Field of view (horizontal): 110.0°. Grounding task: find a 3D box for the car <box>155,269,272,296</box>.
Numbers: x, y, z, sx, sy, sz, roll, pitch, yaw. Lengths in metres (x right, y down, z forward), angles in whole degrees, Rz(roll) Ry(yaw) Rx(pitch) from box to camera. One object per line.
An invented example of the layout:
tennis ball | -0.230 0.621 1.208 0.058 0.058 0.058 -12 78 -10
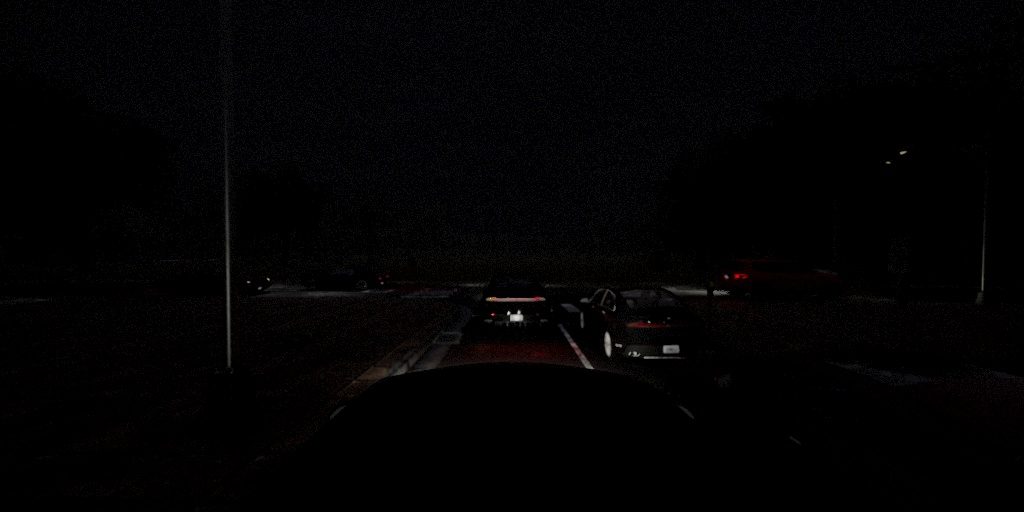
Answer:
car | -15.217 1.347 18.510 4.718 1.301 1.895 0 1 0

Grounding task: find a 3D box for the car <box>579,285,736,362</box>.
car | 2.658 1.316 8.121 2.007 1.370 4.403 0 0 0

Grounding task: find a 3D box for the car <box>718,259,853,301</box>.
car | 13.688 1.186 18.426 5.566 2.045 2.150 1 1 0

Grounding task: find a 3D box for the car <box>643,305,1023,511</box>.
car | 2.640 1.334 2.589 1.802 1.307 4.207 0 0 0

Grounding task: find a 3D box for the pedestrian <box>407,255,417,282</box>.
pedestrian | -6.804 0.817 24.336 0.375 1.860 0.375 0 1 0

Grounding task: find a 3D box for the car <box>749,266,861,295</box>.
car | 17.313 1.434 21.366 4.902 1.511 2.128 1 1 0

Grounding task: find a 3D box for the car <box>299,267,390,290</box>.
car | -9.956 1.315 21.446 4.718 1.301 1.895 0 1 0

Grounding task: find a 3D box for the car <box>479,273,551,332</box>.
car | 0.033 1.263 10.933 2.128 1.511 4.902 0 0 -2
